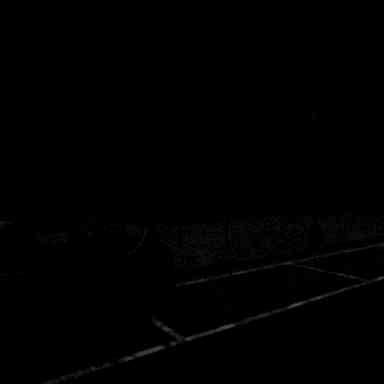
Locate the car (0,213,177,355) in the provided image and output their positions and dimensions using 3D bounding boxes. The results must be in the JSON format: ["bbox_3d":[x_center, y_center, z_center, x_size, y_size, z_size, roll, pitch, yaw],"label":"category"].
[{"bbox_3d":[-2.580,1.310,4.801,5.009,1.841,2.192,-1,0,-35],"label":"car"}]
